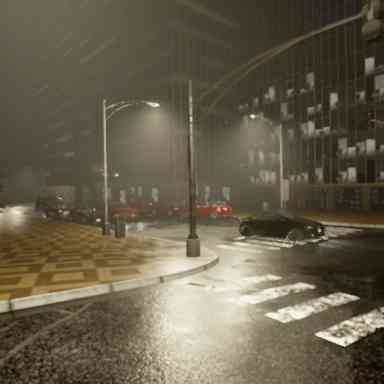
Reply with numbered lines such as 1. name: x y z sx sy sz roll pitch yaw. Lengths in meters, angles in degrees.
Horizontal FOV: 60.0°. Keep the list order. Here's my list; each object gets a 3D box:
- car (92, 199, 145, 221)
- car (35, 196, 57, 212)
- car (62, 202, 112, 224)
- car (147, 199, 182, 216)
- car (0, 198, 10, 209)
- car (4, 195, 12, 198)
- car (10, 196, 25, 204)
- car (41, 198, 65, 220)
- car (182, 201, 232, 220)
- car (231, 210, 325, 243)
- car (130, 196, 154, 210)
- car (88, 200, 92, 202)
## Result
1. car: -6.440 1.655 28.618 1.882 1.535 5.008 -2 1 -41
2. car: -18.244 1.503 42.318 2.150 2.045 5.566 -2 0 -40
3. car: -8.634 1.798 27.189 1.947 1.339 4.313 -2 1 -41
4. car: -2.246 1.642 32.627 1.802 1.307 4.206 -2 1 -41
5. car: -30.769 2.005 52.798 1.802 1.307 4.206 -2 1 -41
6. car: -42.896 1.950 79.637 1.887 1.381 4.507 -2 1 -41
7. car: -39.201 1.941 75.363 1.947 1.339 4.313 -2 1 -41
8. car: -12.326 1.705 31.455 1.967 1.590 4.097 -2 1 -41
9. car: 1.447 1.468 28.352 1.967 1.590 4.097 -2 1 -41
10. car: 4.426 1.639 16.815 4.181 1.385 1.994 -1 1 41
11. car: -5.949 1.407 36.895 2.192 1.841 5.009 -2 1 -41
12. car: -13.333 1.722 45.447 1.947 1.339 4.313 -2 1 -41
